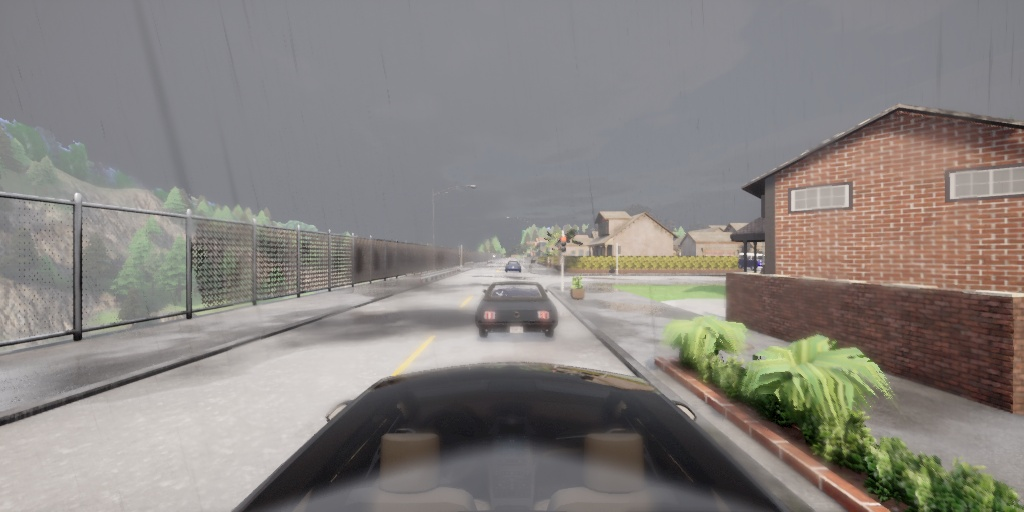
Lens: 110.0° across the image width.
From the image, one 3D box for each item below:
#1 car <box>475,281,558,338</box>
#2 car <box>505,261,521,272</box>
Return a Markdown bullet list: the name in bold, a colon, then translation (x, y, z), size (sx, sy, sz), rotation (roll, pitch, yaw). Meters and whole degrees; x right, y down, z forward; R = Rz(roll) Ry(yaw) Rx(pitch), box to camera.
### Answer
- **car**: translation (0.109, 1.351, 10.206), size (1.895, 1.301, 4.718), rotation (0, 0, 0)
- **car**: translation (0.153, 1.314, 45.042), size (1.994, 1.385, 4.181), rotation (0, 0, 0)
